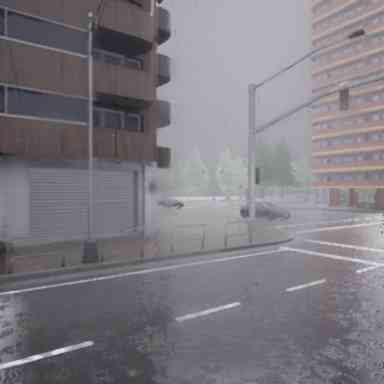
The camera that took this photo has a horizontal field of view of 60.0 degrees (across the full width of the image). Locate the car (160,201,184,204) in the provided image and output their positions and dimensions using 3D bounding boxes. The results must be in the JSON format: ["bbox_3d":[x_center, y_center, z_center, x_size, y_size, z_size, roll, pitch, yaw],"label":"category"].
[{"bbox_3d":[-3.026,1.238,39.909,2.033,1.411,5.357,0,0,-35],"label":"car"}]

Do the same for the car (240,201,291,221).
[{"bbox_3d":[5.873,1.506,27.118,1.812,1.442,4.674,0,0,-35],"label":"car"}]
